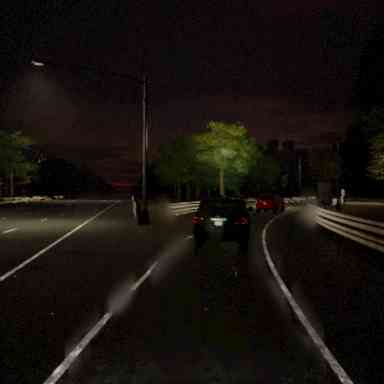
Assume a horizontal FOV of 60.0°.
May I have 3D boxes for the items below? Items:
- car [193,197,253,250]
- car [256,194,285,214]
[{"bbox_3d":[1.481,1.236,14.799,2.150,2.045,5.566,0,0,11],"label":"car"},{"bbox_3d":[8.628,1.267,36.411,2.150,2.045,5.566,0,0,26],"label":"car"}]
